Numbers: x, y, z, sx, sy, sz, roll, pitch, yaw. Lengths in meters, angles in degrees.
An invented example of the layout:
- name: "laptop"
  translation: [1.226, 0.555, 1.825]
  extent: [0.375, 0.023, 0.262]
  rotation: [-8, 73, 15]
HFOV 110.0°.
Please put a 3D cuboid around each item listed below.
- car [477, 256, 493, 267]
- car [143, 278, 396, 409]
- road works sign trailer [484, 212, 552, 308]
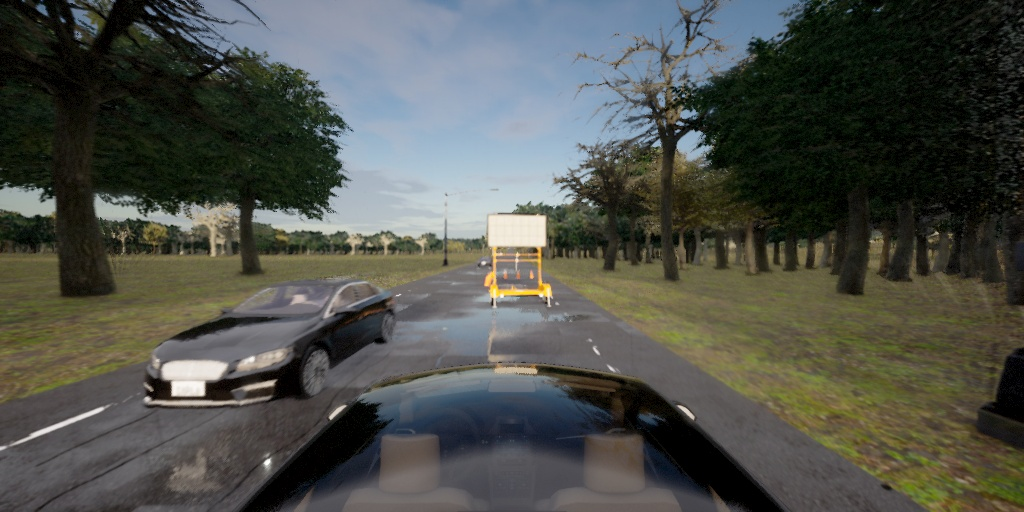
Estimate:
- name: "car"
  translation: [-3.587, 0.724, 48.203]
  extent: [2.128, 1.511, 4.902]
  rotation: [0, 1, 0]
- name: "car"
  translation: [-3.599, 1.184, 6.435]
  extent: [2.128, 1.511, 4.902]
  rotation: [0, 1, 0]
- name: "road works sign trailer"
  translation: [0.188, 0.061, 14.442]
  extent: [2.380, 3.560, 2.880]
  rotation: [0, 0, -8]
